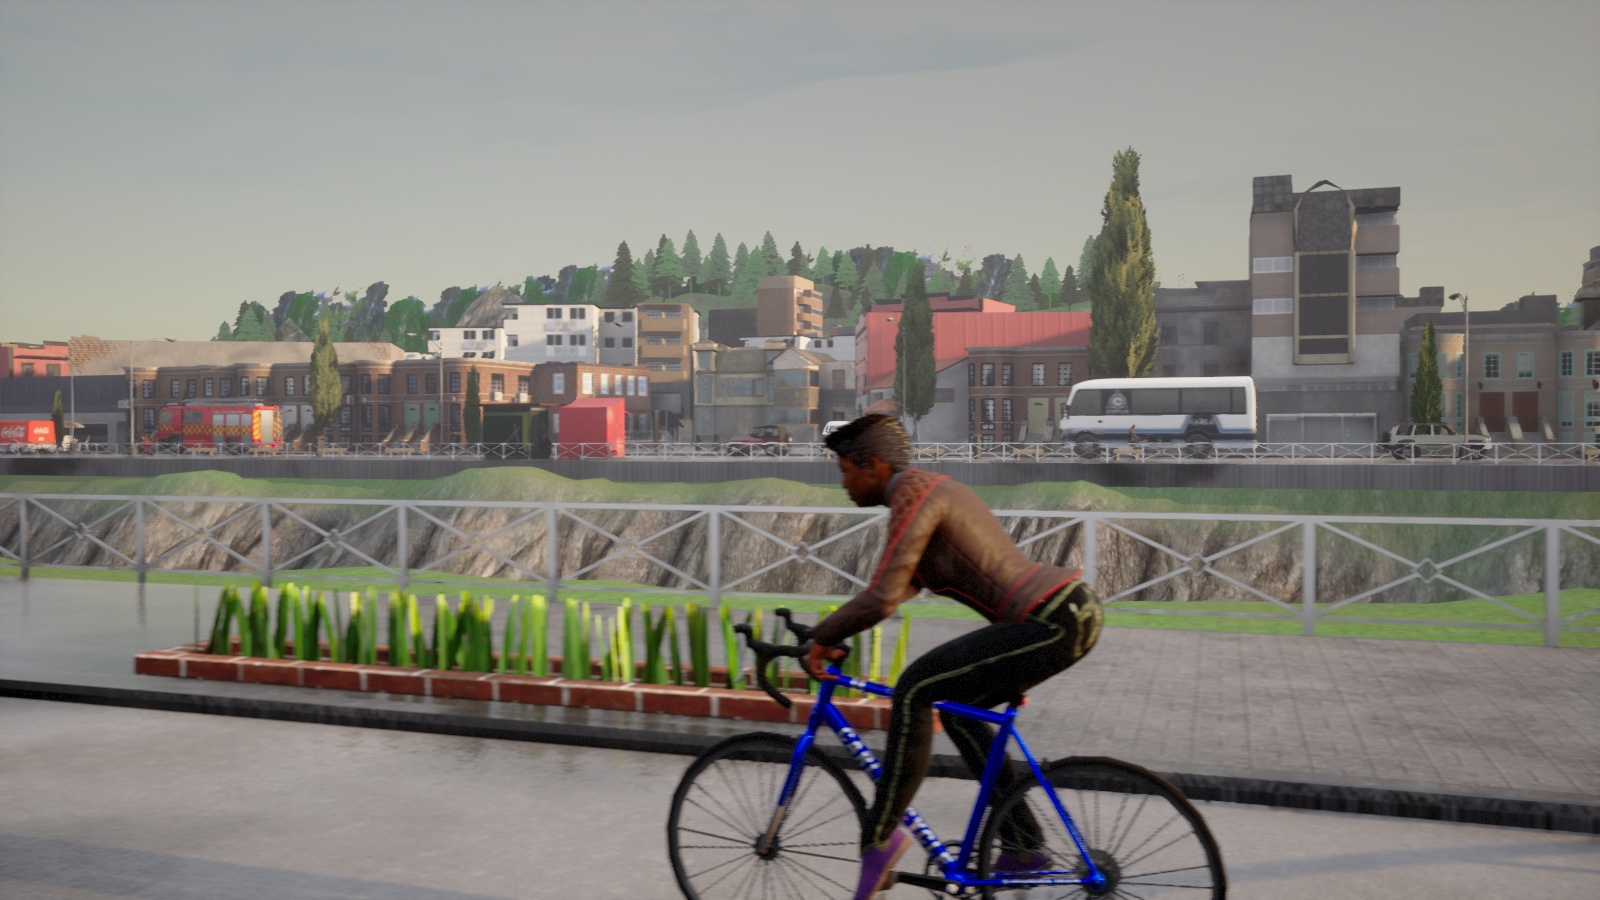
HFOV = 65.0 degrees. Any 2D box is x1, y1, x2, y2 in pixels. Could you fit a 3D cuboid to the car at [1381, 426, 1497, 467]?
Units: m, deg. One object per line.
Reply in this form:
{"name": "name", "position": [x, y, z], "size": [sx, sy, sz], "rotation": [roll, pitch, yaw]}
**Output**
{"name": "car", "position": [29.836, -0.186, 58.793], "size": [4.605, 1.855, 1.932], "rotation": [1, 1, 19]}

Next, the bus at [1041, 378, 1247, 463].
{"name": "bus", "position": [18.299, -1.552, 66.871], "size": [10.273, 4.253, 3.944], "rotation": [1, 1, 19]}

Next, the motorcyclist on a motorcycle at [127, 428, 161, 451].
{"name": "motorcyclist on a motorcycle", "position": [-43.588, -0.692, 83.474], "size": [2.044, 1.523, 0.797], "rotation": [1, 1, 19]}

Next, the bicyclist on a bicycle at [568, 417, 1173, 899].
{"name": "bicyclist on a bicycle", "position": [0.208, 0.722, 3.650], "size": [1.656, 1.620, 0.582], "rotation": [0, 1, 19]}

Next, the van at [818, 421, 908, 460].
{"name": "van", "position": [3.403, -0.521, 67.676], "size": [4.480, 2.038, 2.069], "rotation": [1, 1, 19]}

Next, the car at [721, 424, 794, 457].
{"name": "car", "position": [-2.519, -0.570, 73.886], "size": [3.866, 1.878, 1.905], "rotation": [1, 1, 19]}

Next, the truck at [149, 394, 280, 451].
{"name": "truck", "position": [-40.365, -1.877, 86.592], "size": [8.468, 3.827, 2.891], "rotation": [1, 1, 19]}
